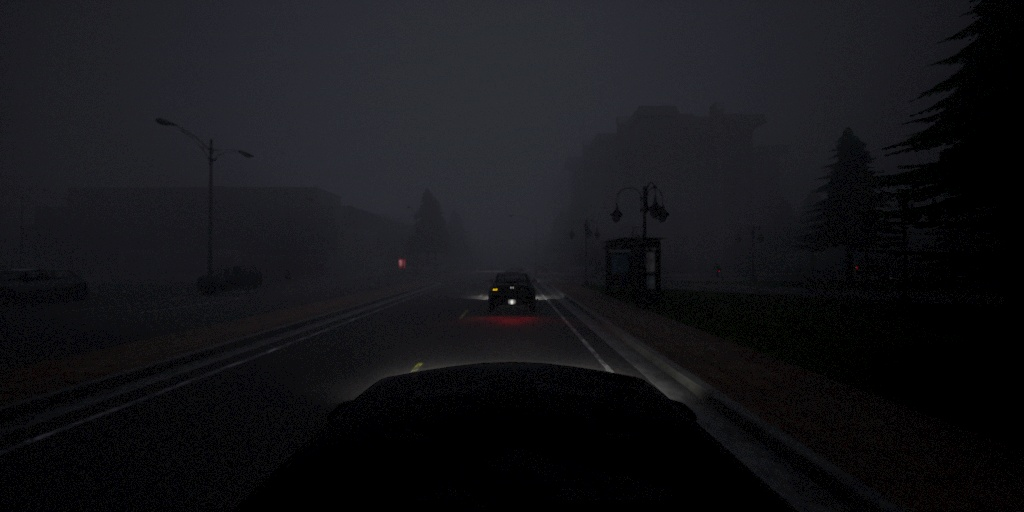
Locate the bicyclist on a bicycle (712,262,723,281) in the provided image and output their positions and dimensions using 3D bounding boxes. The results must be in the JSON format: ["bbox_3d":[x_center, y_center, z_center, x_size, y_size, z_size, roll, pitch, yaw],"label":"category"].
[{"bbox_3d":[18.276,1.369,31.922,0.582,1.620,1.656,0,-1,1],"label":"bicyclist on a bicycle"}]

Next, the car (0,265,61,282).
[{"bbox_3d":[-49.691,1.624,36.437,4.892,1.490,1.837,-1,-1,1],"label":"car"}]

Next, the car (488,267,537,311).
[{"bbox_3d":[0.019,1.407,15.336,1.837,1.490,4.892,0,0,1],"label":"car"}]

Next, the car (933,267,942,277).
[{"bbox_3d":[45.178,1.672,39.063,4.674,1.442,1.812,0,-1,1],"label":"car"}]

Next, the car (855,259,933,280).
[{"bbox_3d":[37.543,1.331,35.619,5.566,2.045,2.150,0,-1,1],"label":"car"}]
